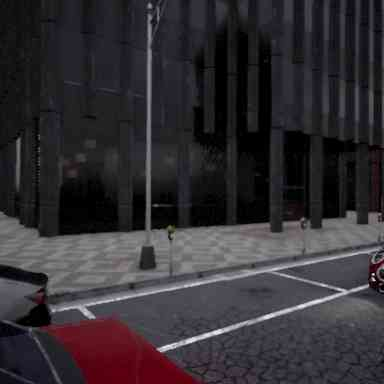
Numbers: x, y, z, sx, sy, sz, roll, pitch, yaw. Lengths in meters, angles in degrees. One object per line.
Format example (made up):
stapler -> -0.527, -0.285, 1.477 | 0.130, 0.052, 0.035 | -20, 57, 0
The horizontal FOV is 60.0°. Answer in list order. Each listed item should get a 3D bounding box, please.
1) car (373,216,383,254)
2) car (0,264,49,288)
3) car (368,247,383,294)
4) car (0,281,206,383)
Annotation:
car -> 9.402, 1.676, 13.352 | 4.403, 1.369, 2.008 | 1, 0, -35
car -> -3.927, 1.558, 3.848 | 4.313, 1.339, 1.947 | 1, 0, -35
car -> 6.121, 1.429, 7.740 | 4.553, 1.767, 2.097 | 1, 0, -35
car -> -2.239, 1.594, 1.788 | 4.718, 1.301, 1.895 | 1, 0, -35
